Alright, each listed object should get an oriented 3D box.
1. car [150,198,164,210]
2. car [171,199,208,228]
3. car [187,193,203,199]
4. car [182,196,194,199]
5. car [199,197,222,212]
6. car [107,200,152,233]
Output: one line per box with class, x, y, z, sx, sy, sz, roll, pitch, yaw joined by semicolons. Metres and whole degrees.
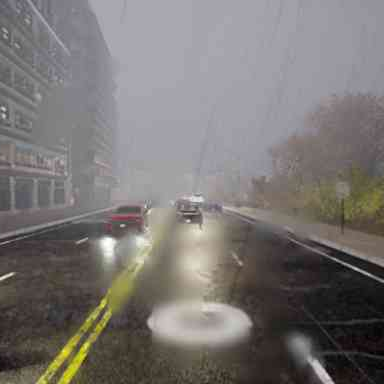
car;-4.598;1.514;41.843;1.837;1.490;4.892;0;0;-4
car;-0.316;1.491;22.121;2.128;1.511;4.902;0;0;-2
car;0.762;1.205;58.472;2.150;2.045;5.566;0;0;-5
car;-1.161;1.558;40.180;1.994;1.385;4.181;0;0;-3
car;2.197;1.593;38.402;1.895;1.301;4.718;0;0;-3
car;-3.693;1.480;19.850;1.882;1.535;5.008;0;0;-2
